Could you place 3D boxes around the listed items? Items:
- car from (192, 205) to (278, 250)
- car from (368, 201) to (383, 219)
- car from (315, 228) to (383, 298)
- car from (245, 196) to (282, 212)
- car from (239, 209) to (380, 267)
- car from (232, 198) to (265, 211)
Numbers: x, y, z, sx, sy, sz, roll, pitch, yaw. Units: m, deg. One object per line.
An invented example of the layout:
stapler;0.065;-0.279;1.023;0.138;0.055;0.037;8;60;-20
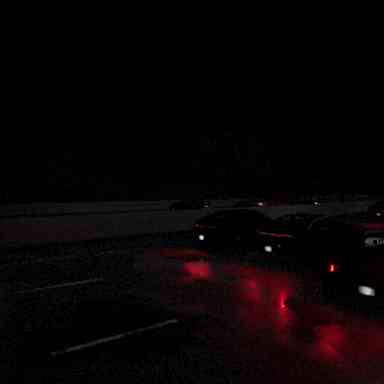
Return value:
car;2.274;1.513;14.422;4.892;1.490;1.837;0;0;-38
car;15.285;1.457;25.732;5.008;1.535;1.882;0;0;-43
car;5.088;1.594;7.713;4.718;1.301;1.895;0;0;-38
car;8.377;1.367;38.843;2.097;1.767;4.553;0;0;45
car;4.197;1.491;11.485;4.902;1.511;2.128;0;0;-38
car;7.267;1.547;42.584;4.674;1.442;1.812;0;0;-45
